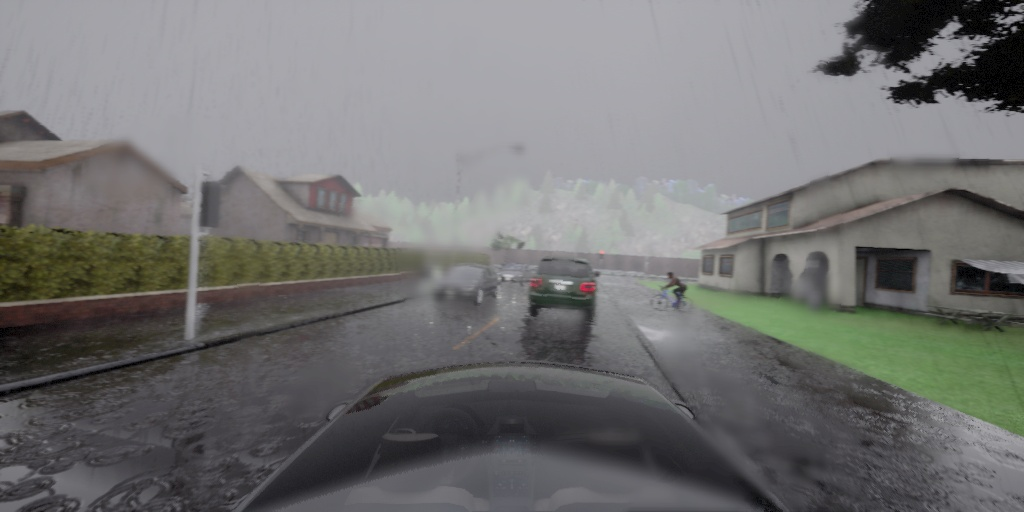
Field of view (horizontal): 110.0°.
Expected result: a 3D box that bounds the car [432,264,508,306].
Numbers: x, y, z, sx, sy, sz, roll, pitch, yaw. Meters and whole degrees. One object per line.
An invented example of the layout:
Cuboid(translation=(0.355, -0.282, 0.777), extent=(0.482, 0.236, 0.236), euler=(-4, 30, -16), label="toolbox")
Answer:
Cuboid(translation=(-1.754, 1.135, 15.405), extent=(1.837, 1.490, 4.892), euler=(3, 0, 11), label="car")

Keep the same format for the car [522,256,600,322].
Cuboid(translation=(2.055, 1.083, 13.438), extent=(2.150, 2.045, 5.566), euler=(4, 0, 12), label="car")

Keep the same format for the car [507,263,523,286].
Cuboid(translation=(0.231, 1.233, 25.374), extent=(2.128, 1.511, 4.902), euler=(3, 0, 11), label="car")

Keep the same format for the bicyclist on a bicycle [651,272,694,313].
Cuboid(translation=(6.511, 1.479, 14.485), extent=(1.656, 1.620, 0.582), euler=(4, 0, 11), label="bicyclist on a bicycle")
